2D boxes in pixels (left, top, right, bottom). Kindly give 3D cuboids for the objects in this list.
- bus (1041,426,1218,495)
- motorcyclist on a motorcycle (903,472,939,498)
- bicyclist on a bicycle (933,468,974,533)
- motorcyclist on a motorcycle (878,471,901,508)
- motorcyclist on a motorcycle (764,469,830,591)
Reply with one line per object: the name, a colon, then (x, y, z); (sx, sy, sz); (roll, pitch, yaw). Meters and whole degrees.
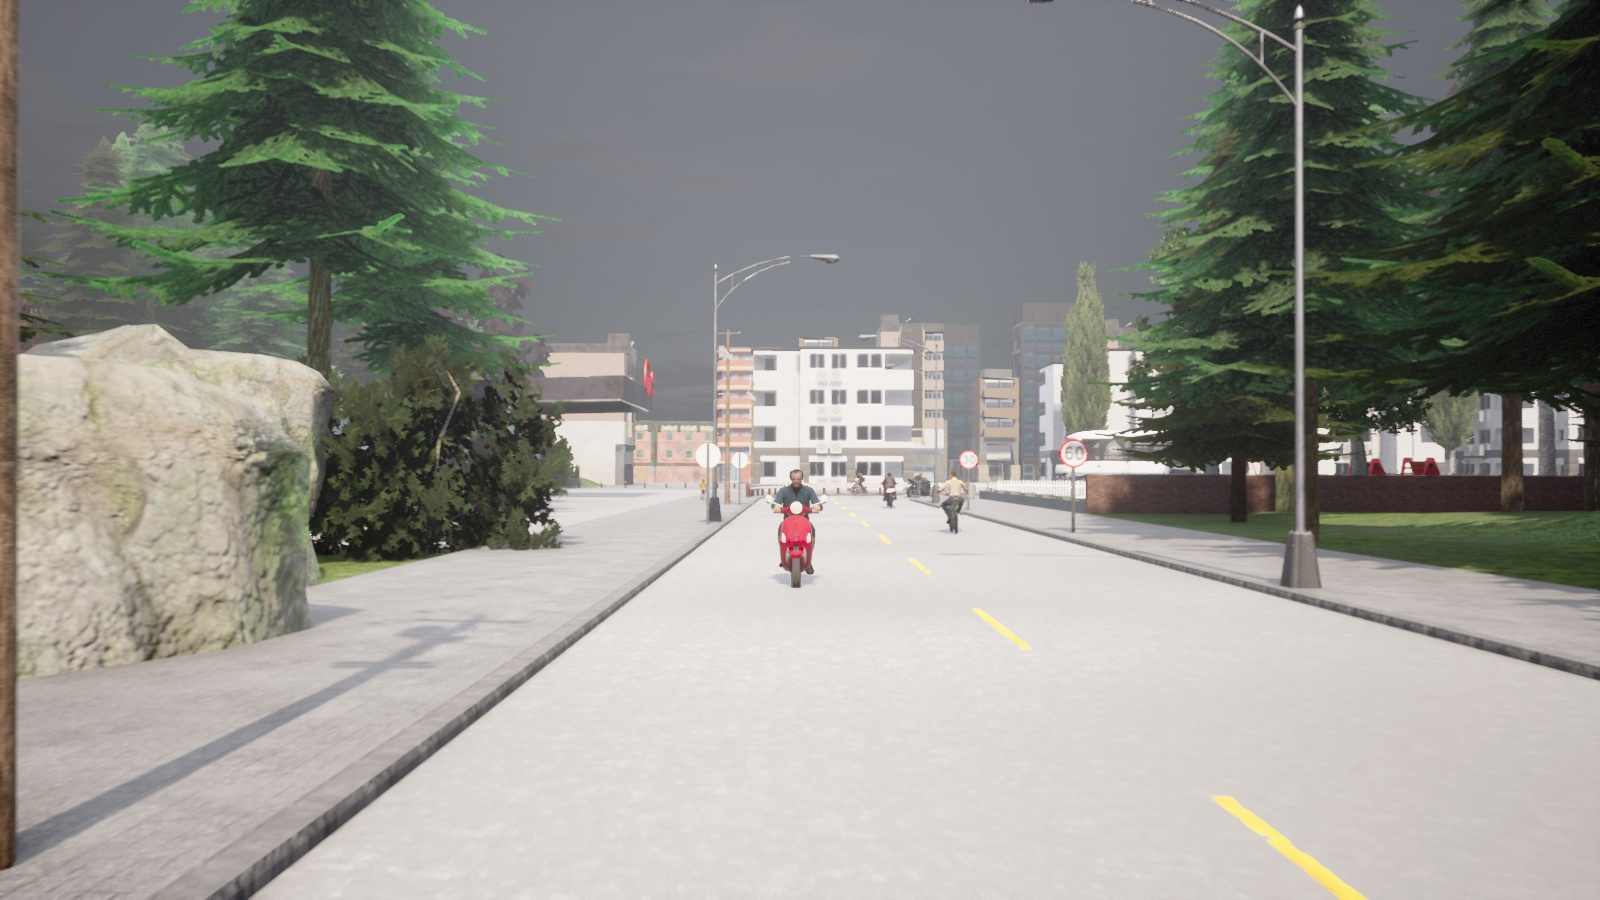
bus: (20.976, 0.701, 80.458); (10.273, 4.253, 3.944); (0, -1, 0)
motorcyclist on a motorcycle: (7.198, 2.073, 74.747); (2.191, 1.530, 0.866); (1, 0, -42)
bicyclist on a bicycle: (3.906, 1.272, 32.064); (0.866, 1.612, 1.509); (0, -1, 0)
motorcyclist on a motorcycle: (3.829, 1.681, 53.767); (0.797, 1.523, 2.044); (0, -1, 0)
motorcyclist on a motorcycle: (-0.042, 1.060, 17.400); (0.866, 1.590, 1.817); (0, -1, 0)
